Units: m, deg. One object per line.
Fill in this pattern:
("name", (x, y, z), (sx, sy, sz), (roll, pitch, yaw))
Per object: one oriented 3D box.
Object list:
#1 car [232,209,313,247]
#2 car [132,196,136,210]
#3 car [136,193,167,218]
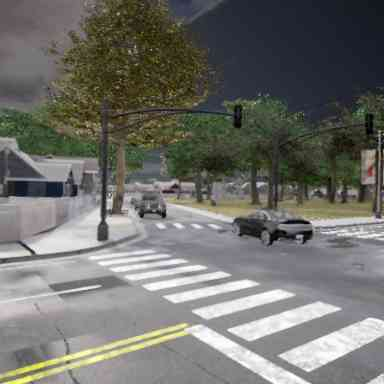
("car", (3.479, 1.523, 15.285), (2.128, 1.511, 4.902), (1, 0, -17))
("car", (-5.868, 1.452, 40.026), (1.994, 1.385, 4.181), (1, 0, -11))
("car", (-3.510, 1.142, 29.256), (2.150, 2.045, 5.566), (1, 0, -11))
